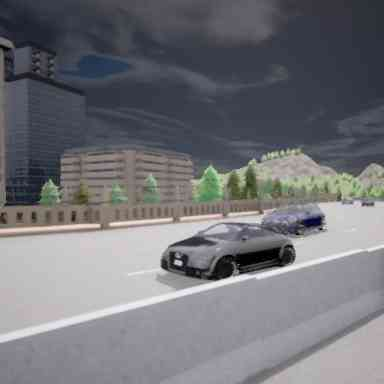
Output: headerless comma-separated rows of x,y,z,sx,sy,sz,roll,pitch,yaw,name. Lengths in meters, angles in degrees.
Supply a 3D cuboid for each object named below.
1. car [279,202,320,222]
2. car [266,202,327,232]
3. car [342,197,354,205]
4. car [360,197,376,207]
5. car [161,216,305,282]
9.152,1.612,27.970,1.812,1.442,4.674,0,0,37,car
5.816,1.402,18.793,2.097,1.767,4.553,-1,0,43,car
29.530,1.689,62.941,2.128,1.511,4.902,-1,0,28,car
27.917,1.626,52.652,1.837,1.490,4.892,-1,0,29,car
1.173,1.592,9.653,4.181,1.385,1.994,0,0,-40,car
